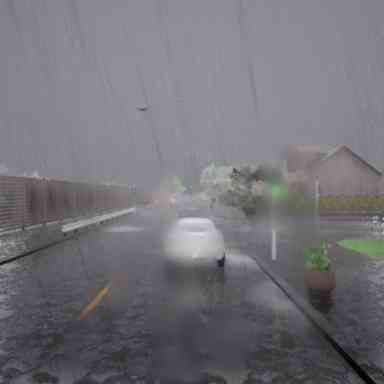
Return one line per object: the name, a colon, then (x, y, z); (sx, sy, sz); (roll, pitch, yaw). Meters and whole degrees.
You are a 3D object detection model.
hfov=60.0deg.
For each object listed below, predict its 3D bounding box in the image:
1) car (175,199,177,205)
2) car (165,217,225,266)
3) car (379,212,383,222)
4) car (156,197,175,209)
car: (-3.996, 1.827, 65.079); (1.812, 1.442, 4.674); (0, 0, 0)
car: (0.105, 1.580, 11.639); (1.812, 1.442, 4.674); (0, 0, 0)
car: (14.846, 1.628, 21.755); (4.674, 1.442, 1.812); (0, 0, 2)
car: (-4.066, 1.579, 48.807); (2.097, 1.767, 4.553); (0, 0, 0)
